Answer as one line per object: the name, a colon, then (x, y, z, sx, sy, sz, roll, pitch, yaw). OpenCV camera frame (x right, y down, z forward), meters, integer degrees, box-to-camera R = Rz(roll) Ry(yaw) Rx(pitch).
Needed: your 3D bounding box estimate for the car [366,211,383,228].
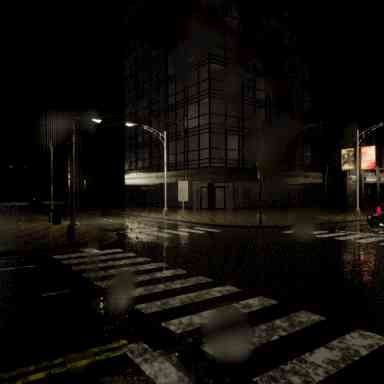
car: (12.949, 1.606, 20.809, 4.718, 1.301, 1.895, 0, 0, -35)

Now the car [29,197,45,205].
car: (-28.678, 1.689, 61.458, 2.033, 1.411, 5.357, 0, 0, -36)
